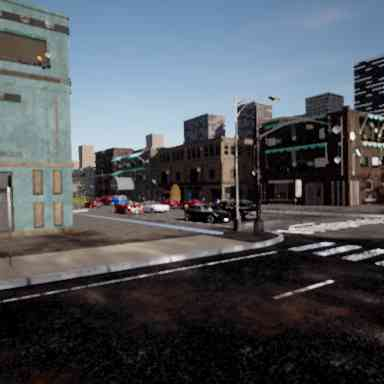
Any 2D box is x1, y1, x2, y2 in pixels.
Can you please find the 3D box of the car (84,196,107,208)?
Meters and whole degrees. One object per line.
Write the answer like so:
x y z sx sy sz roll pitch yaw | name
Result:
-15.883 1.789 53.526 1.882 1.535 5.008 -2 0 -35 | car

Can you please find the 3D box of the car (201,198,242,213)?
3.170 1.438 36.639 2.008 1.369 4.403 -3 1 -36 | car

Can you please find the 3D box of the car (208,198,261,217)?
3.904 1.388 31.147 2.128 1.511 4.902 -2 0 -35 | car

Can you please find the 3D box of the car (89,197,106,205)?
-19.352 1.858 68.167 1.887 1.381 4.507 -3 1 -36 | car

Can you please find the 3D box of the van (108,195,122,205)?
-12.925 1.536 59.157 1.690 1.788 3.998 -3 1 -36 | van

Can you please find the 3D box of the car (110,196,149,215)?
-6.867 1.606 36.269 1.967 1.590 4.097 -3 1 -36 | car

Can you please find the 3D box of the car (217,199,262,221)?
3.391 1.443 26.431 1.837 1.490 4.892 -2 0 -34 | car

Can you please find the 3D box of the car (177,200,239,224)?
1.105 1.575 24.909 1.947 1.339 4.313 -3 1 -36 | car

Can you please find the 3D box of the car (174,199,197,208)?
-0.047 1.532 41.144 1.802 1.307 4.206 -3 1 -36 | car

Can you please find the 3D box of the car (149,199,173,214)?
-4.436 1.693 37.347 1.895 1.301 4.718 -2 0 -36 | car
